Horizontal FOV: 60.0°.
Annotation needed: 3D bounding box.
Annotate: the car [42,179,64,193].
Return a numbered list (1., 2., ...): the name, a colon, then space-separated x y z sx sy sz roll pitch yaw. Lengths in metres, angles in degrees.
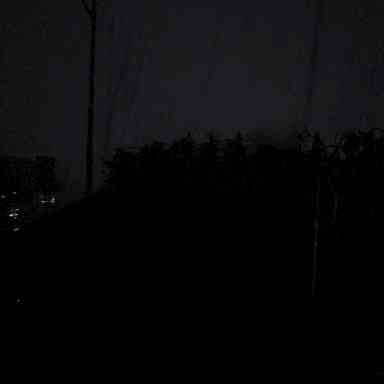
1. car: -16.439 -0.727 39.461 2.128 1.511 4.902 1 3 -11

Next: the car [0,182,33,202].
1. car: -13.929 -0.052 26.138 1.812 1.442 4.674 1 2 -11
